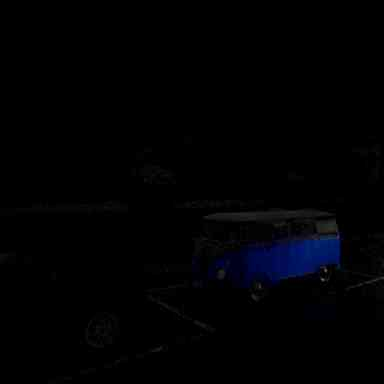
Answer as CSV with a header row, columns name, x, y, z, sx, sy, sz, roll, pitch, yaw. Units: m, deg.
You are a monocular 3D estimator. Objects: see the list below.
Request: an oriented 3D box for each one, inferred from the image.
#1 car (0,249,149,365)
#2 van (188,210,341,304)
name,x,y,z,sx,sy,sz,roll,pitch,yaw
car,-2.782,1.545,4.549,4.507,1.381,1.887,0,0,-36
van,1.814,1.339,7.848,3.998,1.788,1.690,0,0,-36
